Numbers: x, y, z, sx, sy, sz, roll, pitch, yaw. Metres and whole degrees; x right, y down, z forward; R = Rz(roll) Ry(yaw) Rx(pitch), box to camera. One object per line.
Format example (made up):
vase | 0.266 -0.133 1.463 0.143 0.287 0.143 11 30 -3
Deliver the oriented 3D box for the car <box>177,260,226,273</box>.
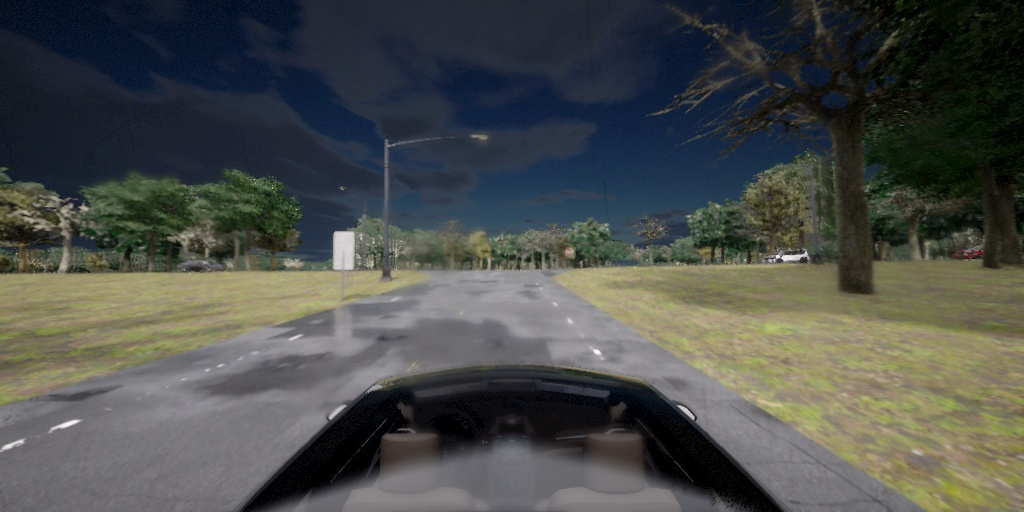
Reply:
car | -34.867 1.167 40.309 4.674 1.442 1.812 -1 -3 1

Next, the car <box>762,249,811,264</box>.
car | 36.489 0.225 47.735 5.566 2.045 2.150 -3 -3 -1
